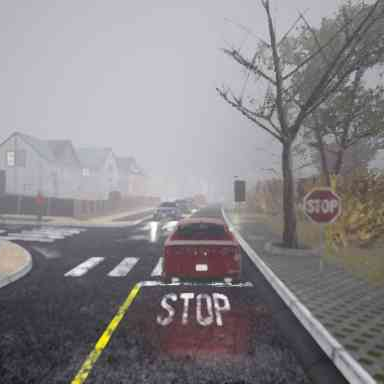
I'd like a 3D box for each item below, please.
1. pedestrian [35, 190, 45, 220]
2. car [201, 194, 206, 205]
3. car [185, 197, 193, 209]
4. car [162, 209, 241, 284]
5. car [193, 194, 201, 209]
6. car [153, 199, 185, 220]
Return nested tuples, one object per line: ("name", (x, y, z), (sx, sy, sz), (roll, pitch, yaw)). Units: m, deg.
("pedestrian", (-9.404, 0.777, 20.516), (0.375, 1.860, 0.375), (0, -3, 1))
("car", (1.414, 1.463, 62.814), (2.150, 2.045, 5.566), (0, -1, 8))
("car", (-1.288, 1.542, 37.322), (1.882, 1.535, 5.008), (0, 0, 4))
("car", (0.263, 1.483, 9.677), (1.882, 1.535, 5.008), (0, 0, 1))
("car", (-0.345, 1.481, 47.868), (2.097, 1.767, 4.553), (0, 0, 6))
("car", (-1.978, 1.554, 27.996), (1.812, 1.442, 4.674), (0, 0, 6))
